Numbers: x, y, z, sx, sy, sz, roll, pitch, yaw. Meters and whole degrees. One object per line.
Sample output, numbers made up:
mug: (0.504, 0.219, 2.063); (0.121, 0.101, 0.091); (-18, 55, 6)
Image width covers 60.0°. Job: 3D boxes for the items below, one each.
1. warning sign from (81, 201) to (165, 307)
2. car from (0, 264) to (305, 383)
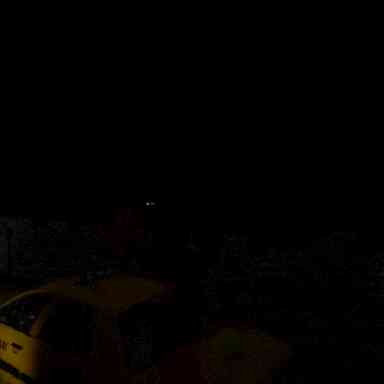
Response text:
warning sign: (-1.375, 1.129, 6.779); (1.060, 1.860, 1.300); (0, 0, 35)
car: (-1.266, 1.534, 3.864); (4.829, 1.417, 1.752); (0, 0, 35)
